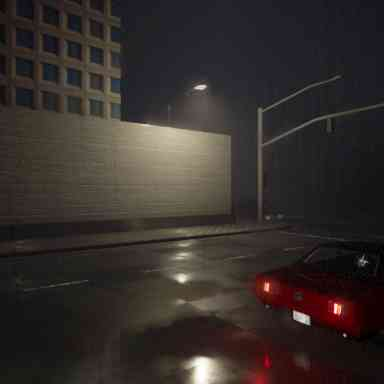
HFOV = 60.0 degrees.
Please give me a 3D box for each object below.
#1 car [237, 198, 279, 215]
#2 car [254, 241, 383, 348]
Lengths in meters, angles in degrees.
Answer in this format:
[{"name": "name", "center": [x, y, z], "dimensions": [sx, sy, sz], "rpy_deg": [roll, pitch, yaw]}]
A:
[{"name": "car", "center": [6.863, 1.407, 34.721], "dimensions": [2.097, 1.767, 4.553], "rpy_deg": [0, 0, -35]}, {"name": "car", "center": [3.467, 1.601, 6.259], "dimensions": [4.718, 1.301, 1.895], "rpy_deg": [0, 0, -35]}]
